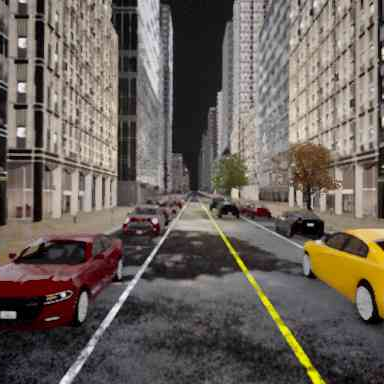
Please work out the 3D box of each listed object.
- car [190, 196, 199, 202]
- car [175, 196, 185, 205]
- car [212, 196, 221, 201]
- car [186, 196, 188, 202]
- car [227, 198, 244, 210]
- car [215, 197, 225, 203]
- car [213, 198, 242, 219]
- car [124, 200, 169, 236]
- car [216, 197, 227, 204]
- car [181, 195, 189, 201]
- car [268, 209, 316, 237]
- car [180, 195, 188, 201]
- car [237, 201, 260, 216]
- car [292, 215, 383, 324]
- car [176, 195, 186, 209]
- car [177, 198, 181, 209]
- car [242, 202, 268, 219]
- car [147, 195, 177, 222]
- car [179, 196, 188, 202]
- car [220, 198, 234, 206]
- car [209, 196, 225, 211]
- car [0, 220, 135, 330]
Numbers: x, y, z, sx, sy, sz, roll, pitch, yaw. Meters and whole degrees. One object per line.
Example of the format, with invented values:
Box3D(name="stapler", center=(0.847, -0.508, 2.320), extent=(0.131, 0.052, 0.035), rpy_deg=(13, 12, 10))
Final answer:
Box3D(name="car", center=(0.553, 1.578, 76.318), extent=(1.882, 1.535, 5.008), rpy_deg=(0, 0, 0))
Box3D(name="car", center=(-2.225, 1.605, 63.661), extent=(1.752, 1.417, 4.829), rpy_deg=(1, 0, 0))
Box3D(name="car", center=(6.326, 1.682, 86.445), extent=(1.887, 1.381, 4.507), rpy_deg=(1, 0, 0))
Box3D(name="car", center=(-2.264, 1.517, 58.155), extent=(1.967, 1.590, 4.097), rpy_deg=(1, 0, 0))
Box3D(name="car", center=(6.031, 1.648, 46.895), extent=(1.752, 1.417, 4.829), rpy_deg=(1, 0, 0))
Box3D(name="car", center=(6.241, 1.719, 75.097), extent=(1.802, 1.307, 4.206), rpy_deg=(1, 0, 0))
Box3D(name="car", center=(3.257, 1.588, 30.711), extent=(1.837, 1.490, 4.892), rpy_deg=(0, 0, 1))
Box3D(name="car", center=(-2.559, 1.465, 18.428), extent=(1.967, 1.590, 4.097), rpy_deg=(1, 0, 0))
Box3D(name="car", center=(6.198, 1.680, 69.424), extent=(1.887, 1.381, 4.507), rpy_deg=(1, 0, 0))
Box3D(name="car", center=(-2.013, 1.631, 92.208), extent=(2.008, 1.369, 4.403), rpy_deg=(1, 0, 0))
Box3D(name="car", center=(5.819, 1.645, 18.353), extent=(1.947, 1.339, 4.313), rpy_deg=(1, 0, 0))
Box3D(name="car", center=(-2.055, 1.628, 86.531), extent=(1.887, 1.381, 4.507), rpy_deg=(1, 0, 0))
Box3D(name="car", center=(5.945, 1.691, 35.376), extent=(1.802, 1.307, 4.206), rpy_deg=(1, 0, 0))
Box3D(name="car", center=(3.940, 1.521, 7.228), extent=(1.882, 1.535, 5.008), rpy_deg=(0, 0, 0))
Box3D(name="car", center=(-2.347, 1.383, 46.805), extent=(2.192, 1.841, 5.009), rpy_deg=(1, 0, 0))
Box3D(name="car", center=(-2.435, 1.637, 35.452), extent=(1.802, 1.307, 4.206), rpy_deg=(1, 0, 0))
Box3D(name="car", center=(5.903, 1.682, 29.701), extent=(1.802, 1.307, 4.206), rpy_deg=(1, 0, 0))
Box3D(name="car", center=(-2.516, 1.351, 24.103), extent=(2.192, 1.841, 5.009), rpy_deg=(1, 0, 0))
Box3D(name="car", center=(-2.097, 1.650, 80.857), extent=(1.947, 1.339, 4.313), rpy_deg=(1, 0, 0))
Box3D(name="car", center=(6.114, 1.697, 58.074), extent=(1.947, 1.339, 4.313), rpy_deg=(1, 0, 0))
Box3D(name="car", center=(3.321, 1.452, 43.105), extent=(2.097, 1.767, 4.553), rpy_deg=(0, 0, 1))
Box3D(name="car", center=(-2.645, 1.545, 7.075), extent=(1.887, 1.381, 4.507), rpy_deg=(1, 0, 0))
